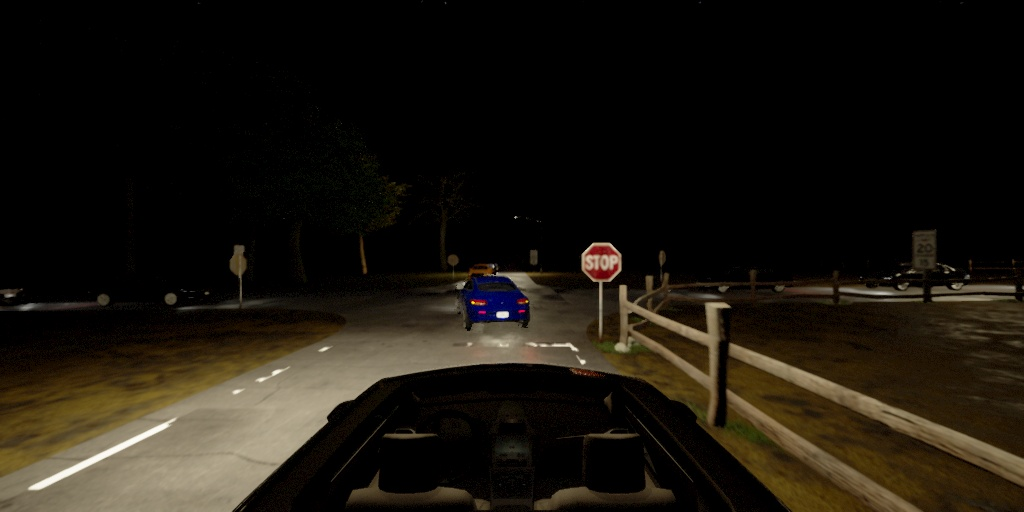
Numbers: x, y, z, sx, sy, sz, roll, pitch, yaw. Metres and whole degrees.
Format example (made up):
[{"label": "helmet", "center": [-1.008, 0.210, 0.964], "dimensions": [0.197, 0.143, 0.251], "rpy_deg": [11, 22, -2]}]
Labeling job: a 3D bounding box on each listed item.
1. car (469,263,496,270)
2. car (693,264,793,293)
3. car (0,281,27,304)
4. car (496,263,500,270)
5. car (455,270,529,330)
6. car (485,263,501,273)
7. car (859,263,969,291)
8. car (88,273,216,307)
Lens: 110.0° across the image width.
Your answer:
[{"label": "car", "center": [-2.865, 1.498, 33.049], "dimensions": [1.882, 1.535, 5.008], "rpy_deg": [0, -1, 1]}, {"label": "car", "center": [12.807, 1.201, 20.049], "dimensions": [5.008, 1.535, 1.882], "rpy_deg": [-1, 0, -1]}, {"label": "car", "center": [-26.771, 1.676, 17.380], "dimensions": [4.902, 1.511, 2.128], "rpy_deg": [-1, 0, 0]}, {"label": "car", "center": [-2.822, 1.676, 43.584], "dimensions": [2.033, 1.411, 5.357], "rpy_deg": [0, -1, 0]}, {"label": "car", "center": [-0.734, 1.356, 11.450], "dimensions": [1.812, 1.442, 4.674], "rpy_deg": [0, 0, -12]}, {"label": "car", "center": [-2.803, 1.798, 54.243], "dimensions": [2.033, 1.411, 5.357], "rpy_deg": [0, -1, 0]}, {"label": "car", "center": [22.329, 1.116, 20.028], "dimensions": [4.892, 1.490, 1.837], "rpy_deg": [-1, 0, 0]}, {"label": "car", "center": [-17.270, 1.556, 17.352], "dimensions": [5.008, 1.535, 1.882], "rpy_deg": [-1, 0, 0]}]
